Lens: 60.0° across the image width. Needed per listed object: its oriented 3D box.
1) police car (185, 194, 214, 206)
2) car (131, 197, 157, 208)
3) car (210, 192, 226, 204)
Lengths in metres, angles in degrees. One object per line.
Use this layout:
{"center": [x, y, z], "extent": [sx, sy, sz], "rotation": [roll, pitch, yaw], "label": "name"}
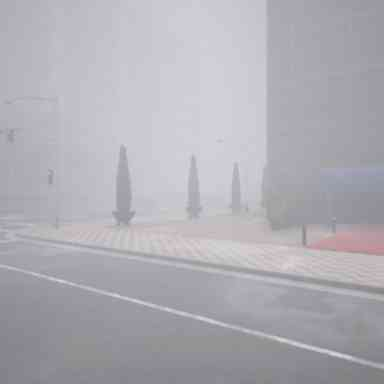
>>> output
{"center": [0.866, 1.489, 52.427], "extent": [2.038, 1.542, 4.974], "rotation": [0, 0, 36], "label": "police car"}
{"center": [-7.176, 1.461, 47.437], "extent": [1.882, 1.535, 5.008], "rotation": [0, 0, 36], "label": "car"}
{"center": [3.908, 1.388, 62.606], "extent": [2.097, 1.767, 4.553], "rotation": [0, 0, 36], "label": "car"}
